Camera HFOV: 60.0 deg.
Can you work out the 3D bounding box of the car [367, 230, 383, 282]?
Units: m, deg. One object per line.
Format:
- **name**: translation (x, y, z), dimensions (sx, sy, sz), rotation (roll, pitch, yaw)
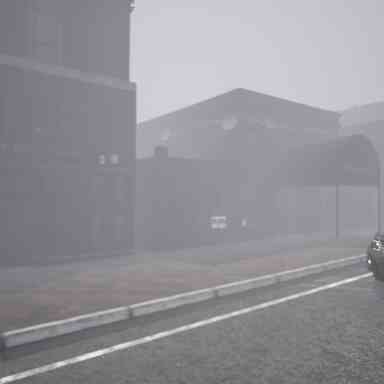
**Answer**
- **car**: translation (6.757, 1.194, 8.515), dimensions (5.566, 2.045, 2.150), rotation (0, 0, -36)
